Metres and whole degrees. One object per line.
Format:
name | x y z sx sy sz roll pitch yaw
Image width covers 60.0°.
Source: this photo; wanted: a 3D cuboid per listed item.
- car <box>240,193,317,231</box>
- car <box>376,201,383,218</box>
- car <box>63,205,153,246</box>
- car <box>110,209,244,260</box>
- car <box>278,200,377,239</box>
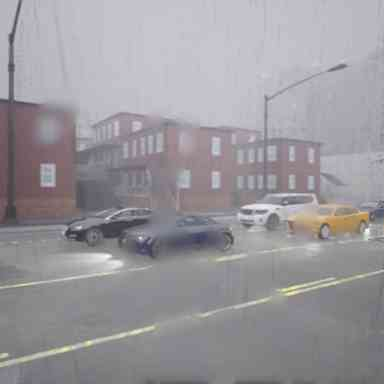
car | 5.346 1.095 19.970 5.566 2.045 2.150 0 1 -33
car | 13.963 1.406 25.570 4.674 1.442 1.812 0 1 -33
car | -3.024 1.358 14.516 4.902 1.511 2.128 0 1 -33
car | -0.485 1.465 11.992 4.181 1.385 1.994 0 1 -33
car | 6.945 1.384 16.839 5.008 1.535 1.882 0 1 -33
